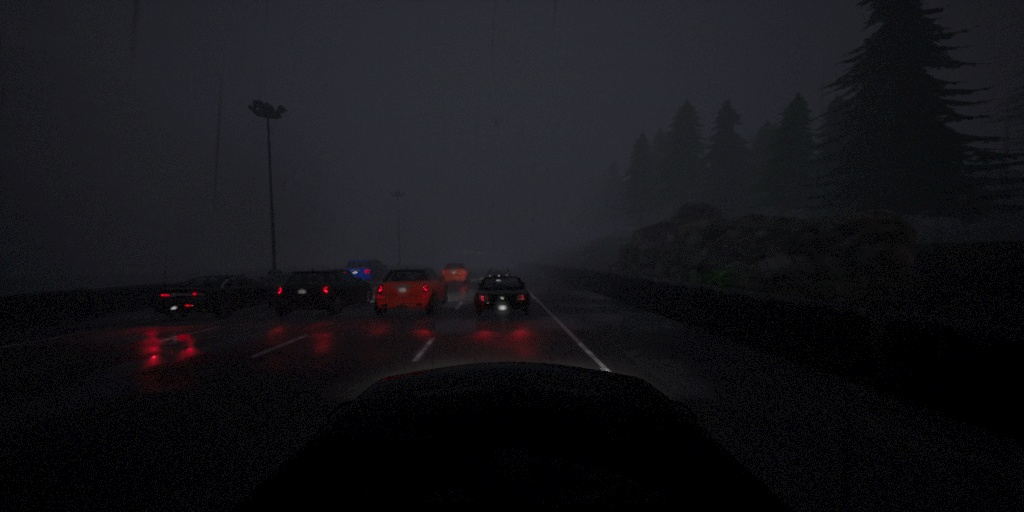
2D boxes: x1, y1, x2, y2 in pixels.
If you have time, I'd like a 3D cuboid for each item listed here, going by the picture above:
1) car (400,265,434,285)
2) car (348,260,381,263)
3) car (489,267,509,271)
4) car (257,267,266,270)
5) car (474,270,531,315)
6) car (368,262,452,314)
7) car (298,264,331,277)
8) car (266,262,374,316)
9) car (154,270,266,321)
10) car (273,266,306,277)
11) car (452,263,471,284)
[{"bbox_3d":[-8.123,1.577,30.963,1.812,1.442,4.674,-1,0,-2],"label":"car"},{"bbox_3d":[-11.552,1.318,28.934,2.150,2.045,5.566,-1,0,-2],"label":"car"},{"bbox_3d":[-1.042,1.525,29.003,1.895,1.301,4.718,-1,0,-2],"label":"car"},{"bbox_3d":[-33.498,2.169,47.374,1.895,1.301,4.718,-1,0,-2],"label":"car"},{"bbox_3d":[-0.388,1.421,13.997,1.895,1.301,4.718,-1,0,-2],"label":"car"},{"bbox_3d":[-3.922,1.233,14.703,2.097,1.767,4.553,-1,0,-2],"label":"car"},{"bbox_3d":[-26.550,1.938,48.410,1.882,1.535,5.008,-1,0,-2],"label":"car"},{"bbox_3d":[-7.422,1.290,14.651,2.097,1.767,4.553,-1,0,-2],"label":"car"},{"bbox_3d":[-10.893,1.480,13.879,2.128,1.511,4.902,-1,-1,-2],"label":"car"},{"bbox_3d":[-30.052,2.083,48.546,1.994,1.385,4.181,-1,0,-2],"label":"car"},{"bbox_3d":[-4.582,1.338,29.850,2.097,1.767,4.553,-1,0,-2],"label":"car"}]
